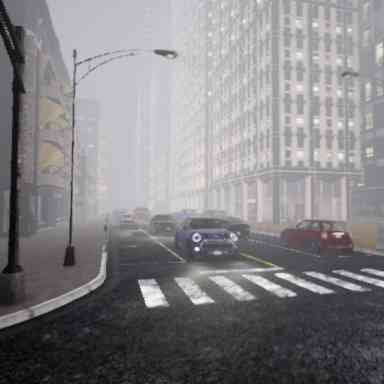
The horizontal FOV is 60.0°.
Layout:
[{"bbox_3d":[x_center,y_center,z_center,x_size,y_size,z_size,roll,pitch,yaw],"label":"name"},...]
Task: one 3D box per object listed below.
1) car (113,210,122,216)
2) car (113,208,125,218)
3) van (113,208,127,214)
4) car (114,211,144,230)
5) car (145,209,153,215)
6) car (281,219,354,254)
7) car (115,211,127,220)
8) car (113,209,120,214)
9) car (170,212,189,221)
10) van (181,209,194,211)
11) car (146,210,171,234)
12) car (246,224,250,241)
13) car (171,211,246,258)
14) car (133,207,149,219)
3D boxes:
[{"bbox_3d":[-16.820,4.675,75.217,1.947,1.339,4.313,1,-3,-14],"label":"car"},{"bbox_3d":[-14.117,3.954,64.269,2.192,1.841,5.009,1,-3,-14],"label":"car"},{"bbox_3d":[-10.063,3.276,47.829,1.690,1.788,3.998,1,-3,-14],"label":"van"},{"bbox_3d":[-6.010,2.786,31.381,2.008,1.369,4.403,1,-3,-14],"label":"car"},{"bbox_3d":[-11.386,5.293,88.176,1.802,1.307,4.206,1,-3,-14],"label":"car"},{"bbox_3d":[6.182,2.109,16.947,1.967,1.590,4.097,1,-3,-14],"label":"car"},{"bbox_3d":[-11.415,3.751,53.298,1.802,1.307,4.206,1,-3,-14],"label":"car"},{"bbox_3d":[-20.833,5.338,91.492,1.752,1.417,4.829,1,-3,-14],"label":"car"},{"bbox_3d":[-1.927,3.630,49.820,1.947,1.339,4.313,1,-3,-14],"label":"car"},{"bbox_3d":[-0.574,3.172,44.350,1.690,1.788,3.998,1,-3,-14],"label":"van"},{"bbox_3d":[-2.323,2.552,27.256,1.882,1.535,5.008,1,-2,-14],"label":"car"},{"bbox_3d":[2.134,2.338,21.770,1.882,1.535,5.008,1,-3,-13],"label":"car"},{"bbox_3d":[0.558,1.925,15.418,2.097,1.767,4.553,1,-3,-13],"label":"car"},{"bbox_3d":[-7.171,3.146,47.231,2.150,2.045,5.566,1,-3,-13],"label":"car"}]
